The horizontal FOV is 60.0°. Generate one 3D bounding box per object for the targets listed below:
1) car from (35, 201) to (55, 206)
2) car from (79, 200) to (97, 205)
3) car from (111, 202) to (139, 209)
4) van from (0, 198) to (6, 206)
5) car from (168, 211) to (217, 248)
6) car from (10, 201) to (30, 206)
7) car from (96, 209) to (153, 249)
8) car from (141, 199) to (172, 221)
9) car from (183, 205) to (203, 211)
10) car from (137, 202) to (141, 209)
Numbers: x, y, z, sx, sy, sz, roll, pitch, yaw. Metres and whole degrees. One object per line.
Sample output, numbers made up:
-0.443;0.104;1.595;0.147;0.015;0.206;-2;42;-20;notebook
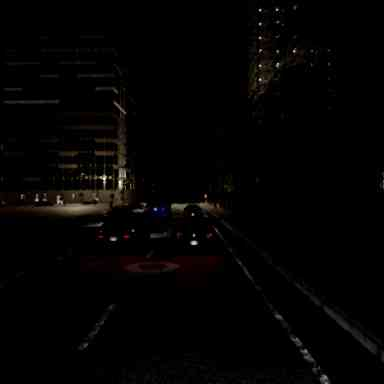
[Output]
-32.886;2.607;74.303;4.206;1.307;1.802;0;0;2;car
-25.562;2.608;82.171;4.313;1.339;1.947;0;0;2;car
-6.610;1.967;30.597;2.033;1.411;5.357;0;-1;0;car
-43.983;2.343;74.646;3.998;1.788;1.690;0;0;2;van
0.092;1.817;15.820;1.895;1.301;4.718;0;-1;0;car
-38.435;2.596;74.474;4.206;1.307;1.802;0;0;2;car
-3.160;1.740;15.705;1.812;1.442;4.674;0;-1;0;car
-3.162;1.654;31.573;2.150;2.045;5.566;0;-1;0;car
0.088;1.985;33.505;1.812;1.442;4.674;0;-1;0;car
-9.812;2.363;57.810;1.994;1.385;4.181;0;-1;1;car
